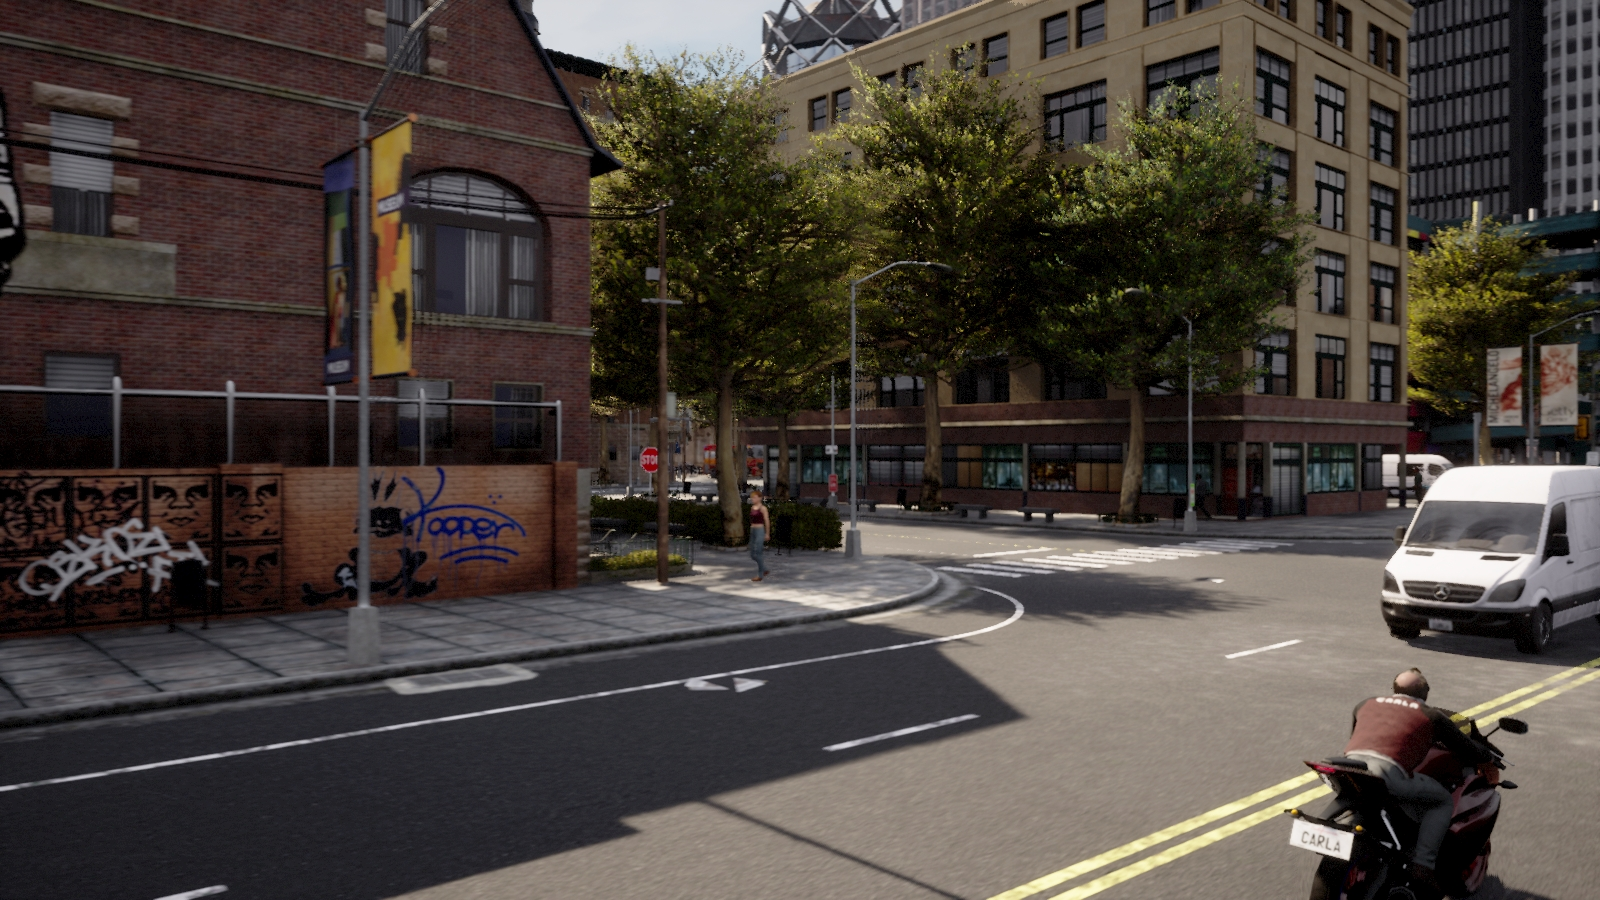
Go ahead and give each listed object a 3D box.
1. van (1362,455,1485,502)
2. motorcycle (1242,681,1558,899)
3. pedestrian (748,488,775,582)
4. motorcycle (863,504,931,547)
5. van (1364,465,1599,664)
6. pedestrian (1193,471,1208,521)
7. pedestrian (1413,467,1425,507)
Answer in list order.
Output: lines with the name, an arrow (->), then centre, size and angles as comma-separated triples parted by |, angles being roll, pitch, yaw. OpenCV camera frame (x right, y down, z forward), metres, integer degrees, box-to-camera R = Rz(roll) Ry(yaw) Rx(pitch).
van -> 35.770, 1.557, 65.717 | 1.988, 2.561, 5.915 | 0, 0, -41
motorcycle -> 3.601, 2.208, 6.764 | 2.209, 1.251, 0.867 | 0, 0, -40
pedestrian -> -0.776, 1.708, 23.017 | 0.375, 1.860, 0.375 | 0, 0, -41
motorcycle -> 2.878, 2.229, 34.106 | 0.803, 1.145, 2.033 | 0, 0, -40
van -> 11.056, 1.540, 17.718 | 5.915, 2.561, 1.988 | 0, 0, -41
pedestrian -> 14.963, 1.713, 42.699 | 0.375, 1.860, 0.375 | 0, 0, -42
pedestrian -> 28.874, 1.715, 53.302 | 0.375, 1.860, 0.375 | 0, 0, 45
